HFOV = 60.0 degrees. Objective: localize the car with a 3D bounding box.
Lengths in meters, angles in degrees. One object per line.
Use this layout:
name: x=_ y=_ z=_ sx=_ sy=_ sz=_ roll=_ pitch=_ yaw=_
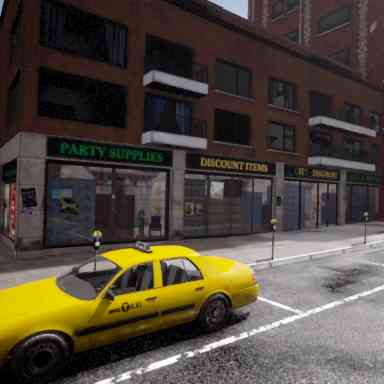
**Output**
car: x=-1.037 y=1.527 z=5.333 sx=4.829 sy=1.417 sz=1.752 roll=0 pitch=2 yaw=-35
